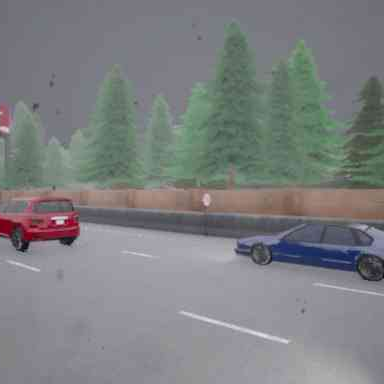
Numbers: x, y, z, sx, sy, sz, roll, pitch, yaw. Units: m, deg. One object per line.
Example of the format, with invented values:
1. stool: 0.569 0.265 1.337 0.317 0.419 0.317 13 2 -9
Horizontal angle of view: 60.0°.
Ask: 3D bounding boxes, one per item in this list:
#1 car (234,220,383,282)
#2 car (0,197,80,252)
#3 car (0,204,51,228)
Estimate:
1. car: 3.955 1.565 9.848 5.357 1.411 2.033 0 0 37
2. car: -6.996 1.215 14.175 5.566 2.045 2.150 0 0 40
3. car: -11.751 1.589 22.792 4.718 1.301 1.895 0 0 40
